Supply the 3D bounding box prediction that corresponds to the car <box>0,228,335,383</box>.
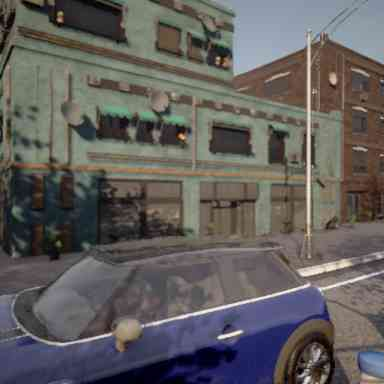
[{"bbox_3d":[-0.619,1.353,3.594,4.553,1.767,2.097,0,0,-31],"label":"car"}]
